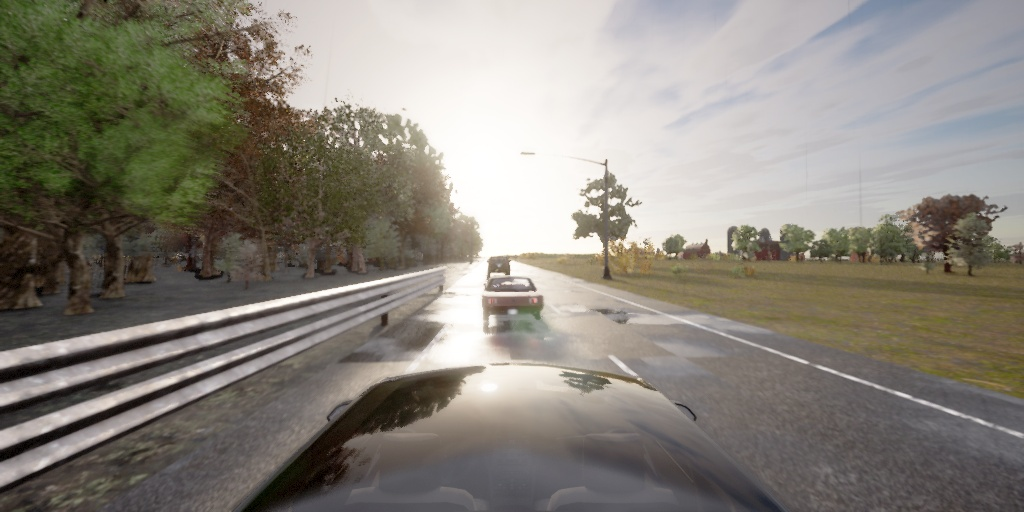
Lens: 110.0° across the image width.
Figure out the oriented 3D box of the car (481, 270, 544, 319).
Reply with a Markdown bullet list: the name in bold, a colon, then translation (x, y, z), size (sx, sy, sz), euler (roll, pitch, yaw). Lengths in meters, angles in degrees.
- **car**: translation (-0.090, 1.344, 12.716), size (1.895, 1.301, 4.718), euler (0, 0, -3)

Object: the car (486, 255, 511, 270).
- **car**: translation (-1.263, 0.966, 34.357), size (2.150, 2.045, 5.566), euler (0, 0, -3)
